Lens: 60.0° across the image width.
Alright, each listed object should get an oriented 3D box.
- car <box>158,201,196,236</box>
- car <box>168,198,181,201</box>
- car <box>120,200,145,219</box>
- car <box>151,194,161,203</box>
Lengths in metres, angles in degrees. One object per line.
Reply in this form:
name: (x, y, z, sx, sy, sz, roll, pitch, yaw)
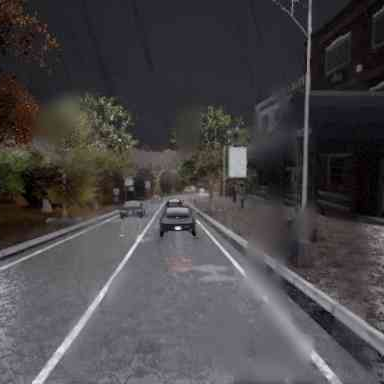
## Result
car: (-0.812, 1.484, 18.325, 1.837, 1.490, 4.892, 0, 0, -3)
car: (-1.932, 1.449, 36.792, 1.882, 1.535, 5.008, 0, 0, -3)
car: (-5.187, 1.509, 29.484, 1.837, 1.490, 4.892, 0, 0, -3)
car: (-7.625, 1.321, 70.838, 2.097, 1.767, 4.553, 0, 0, -4)
